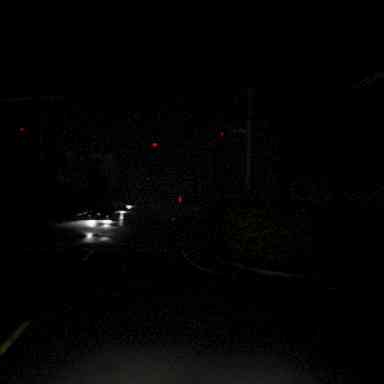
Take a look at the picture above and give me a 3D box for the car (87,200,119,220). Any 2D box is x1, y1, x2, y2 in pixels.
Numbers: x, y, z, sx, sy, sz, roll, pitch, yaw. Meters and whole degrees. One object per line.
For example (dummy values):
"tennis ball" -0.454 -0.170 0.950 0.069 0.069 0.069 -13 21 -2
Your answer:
"car" -7.863 1.651 29.076 1.994 1.385 4.181 2 -1 -8

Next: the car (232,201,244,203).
"car" 7.570 2.370 56.859 2.007 1.523 4.514 2 -1 -8

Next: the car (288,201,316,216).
"car" 15.816 2.324 47.890 1.932 1.855 4.605 2 -1 -8

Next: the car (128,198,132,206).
"car" -12.322 1.895 62.816 1.994 1.385 4.181 2 -1 -8

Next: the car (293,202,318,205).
"car" 13.637 2.142 39.648 1.905 1.878 3.866 2 -1 -8

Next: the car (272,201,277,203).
"car" 16.548 2.602 65.537 2.152 1.636 5.027 2 -1 -8

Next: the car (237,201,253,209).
"car" 10.236 2.472 64.342 1.970 1.475 3.806 2 -1 -8

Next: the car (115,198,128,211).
"car" -9.943 1.723 44.550 1.812 1.442 4.674 2 -1 -8

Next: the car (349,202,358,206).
"car" 32.039 3.056 68.086 1.932 1.855 4.605 2 -1 -8

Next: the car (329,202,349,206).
"car" 29.219 2.939 67.282 1.905 1.878 3.866 2 -1 -8
